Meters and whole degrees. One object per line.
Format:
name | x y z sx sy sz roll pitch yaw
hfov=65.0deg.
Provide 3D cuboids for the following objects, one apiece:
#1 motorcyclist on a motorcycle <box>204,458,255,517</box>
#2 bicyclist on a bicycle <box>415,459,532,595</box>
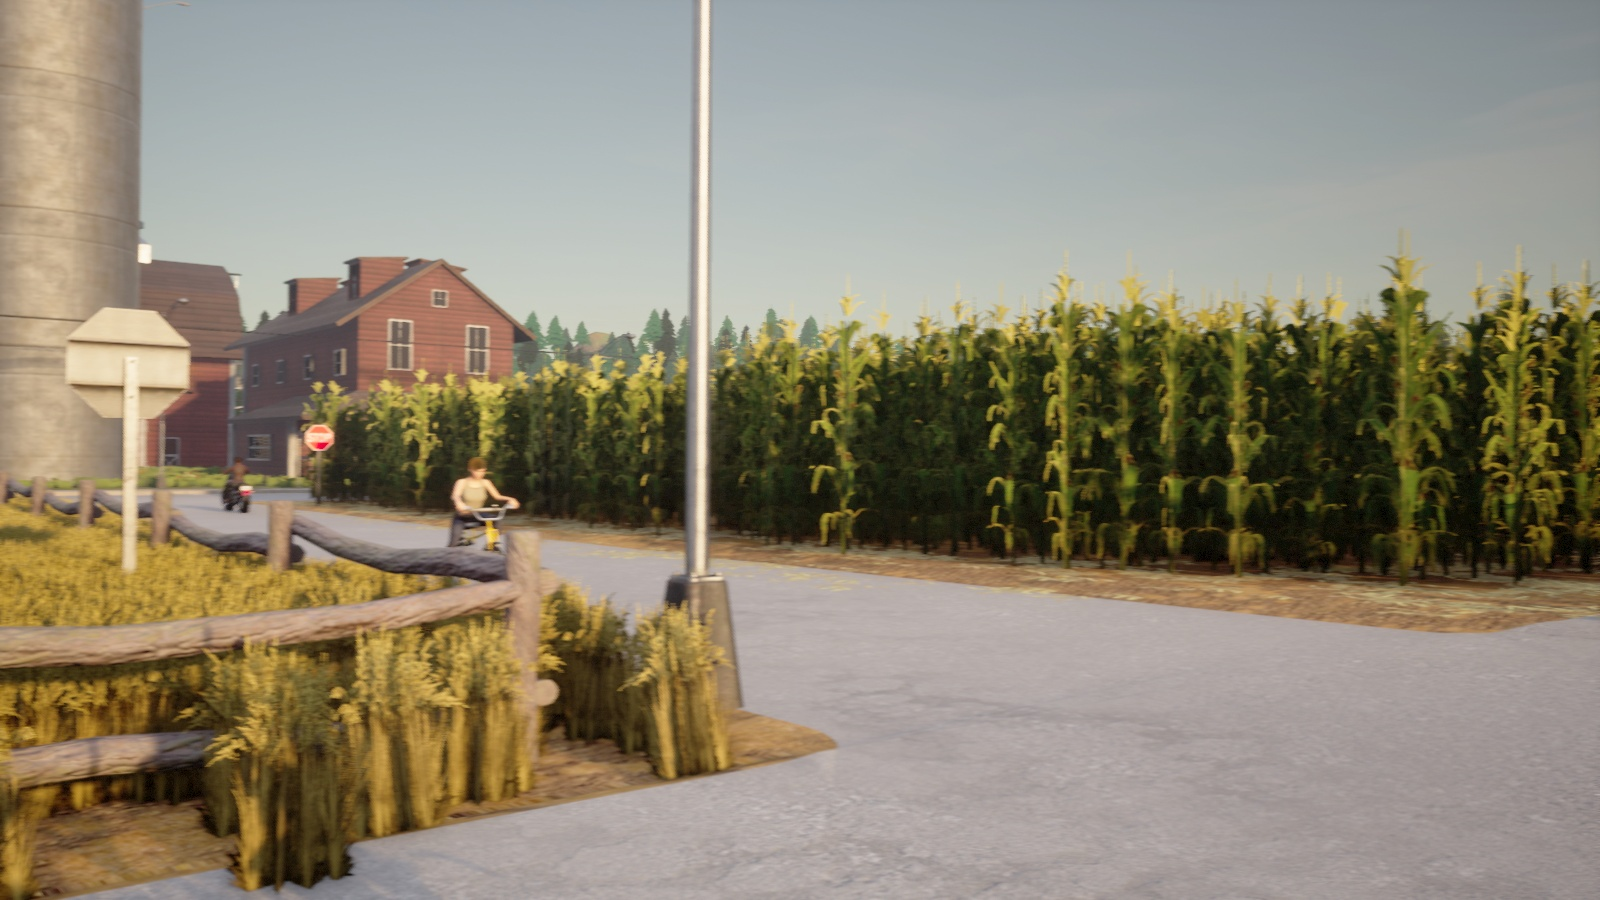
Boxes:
motorcyclist on a motorcycle | -16.423 1.061 36.133 0.766 1.649 2.350 1 -1 -39
bicyclist on a bicycle | -4.092 0.916 15.676 0.866 1.612 1.509 1 -1 -39
